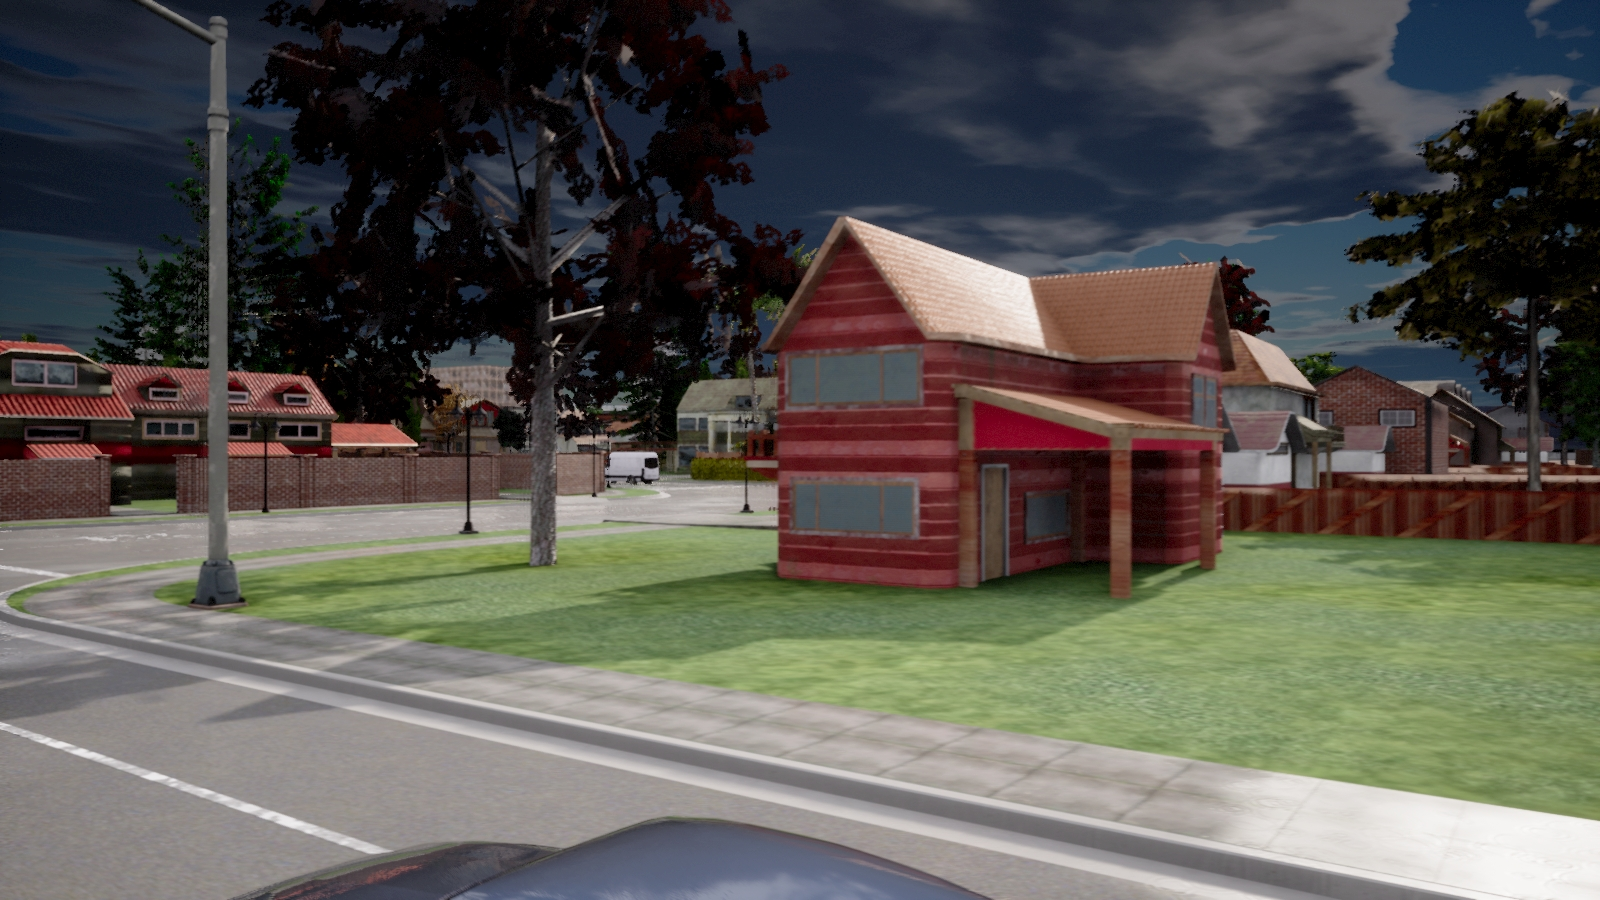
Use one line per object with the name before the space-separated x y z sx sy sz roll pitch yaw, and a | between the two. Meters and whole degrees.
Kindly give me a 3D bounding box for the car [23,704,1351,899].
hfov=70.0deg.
car | -0.438 2.110 3.909 5.357 1.411 2.033 0 0 37
